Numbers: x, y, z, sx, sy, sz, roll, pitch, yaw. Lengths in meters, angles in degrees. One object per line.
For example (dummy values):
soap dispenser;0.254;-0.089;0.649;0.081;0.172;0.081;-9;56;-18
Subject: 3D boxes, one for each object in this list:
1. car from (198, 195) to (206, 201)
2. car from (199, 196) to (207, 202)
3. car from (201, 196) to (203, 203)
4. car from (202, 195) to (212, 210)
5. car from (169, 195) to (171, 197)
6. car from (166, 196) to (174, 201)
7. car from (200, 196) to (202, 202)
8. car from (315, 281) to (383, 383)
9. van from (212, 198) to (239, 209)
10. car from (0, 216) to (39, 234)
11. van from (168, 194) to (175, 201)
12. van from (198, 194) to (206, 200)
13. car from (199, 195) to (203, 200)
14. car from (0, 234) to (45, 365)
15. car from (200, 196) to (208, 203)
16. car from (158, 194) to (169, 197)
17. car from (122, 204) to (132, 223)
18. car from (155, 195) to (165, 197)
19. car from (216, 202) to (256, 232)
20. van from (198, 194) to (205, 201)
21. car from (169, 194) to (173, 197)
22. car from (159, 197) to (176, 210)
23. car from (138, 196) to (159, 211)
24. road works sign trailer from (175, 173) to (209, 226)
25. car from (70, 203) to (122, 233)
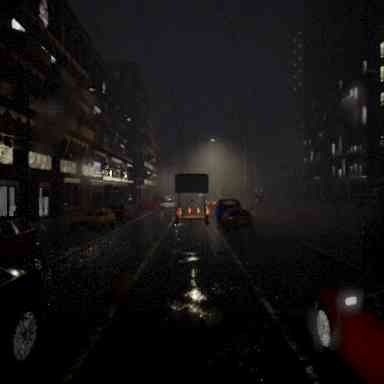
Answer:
car;2.656;1.535;86.158;1.967;1.590;4.097;0;0;0
car;2.659;1.649;80.632;1.947;1.339;4.313;0;0;0
car;2.669;1.557;47.642;1.752;1.417;4.829;0;0;0
car;2.671;1.464;41.945;1.967;1.590;4.097;0;0;0
car;-5.716;1.604;64.050;2.008;1.369;4.403;0;0;0
car;-5.723;1.639;86.156;1.887;1.381;4.507;0;0;0
car;2.668;1.620;52.999;1.802;1.307;4.206;0;0;0
car;2.684;1.545;3.259;1.887;1.381;4.507;0;0;0
van;2.676;1.349;25.365;1.690;1.788;3.998;0;0;0
car;-5.699;1.441;8.783;1.967;1.590;4.097;0;0;0
van;-5.727;1.447;91.683;1.690;1.788;3.998;0;0;0
van;2.661;1.404;69.579;1.690;1.788;3.998;0;0;0
car;2.666;1.627;58.525;1.802;1.307;4.206;0;0;0
car;-3.103;1.492;3.017;2.128;1.511;4.902;0;0;0
car;2.660;1.598;75.274;1.752;1.417;4.829;0;0;0
car;-5.716;1.360;58.523;2.192;1.841;5.009;0;0;0
car;-5.703;1.553;25.362;1.887;1.381;4.507;0;0;0
car;-5.713;1.563;52.827;1.752;1.417;4.829;0;0;0
car;2.679;1.531;20.009;1.752;1.417;4.829;0;0;0
van;2.653;1.448;91.686;1.690;1.788;3.998;0;0;0
car;-5.718;1.613;69.576;2.008;1.369;4.403;0;0;0
car;-3.105;1.627;43.917;1.895;1.301;4.718;0;0;0
car;-5.709;1.568;41.943;1.887;1.381;4.507;0;0;0
road works sign trailer;-0.009;0.471;23.362;2.380;3.560;2.880;0;0;0
car;-5.701;1.530;19.667;1.752;1.417;4.829;0;0;0
